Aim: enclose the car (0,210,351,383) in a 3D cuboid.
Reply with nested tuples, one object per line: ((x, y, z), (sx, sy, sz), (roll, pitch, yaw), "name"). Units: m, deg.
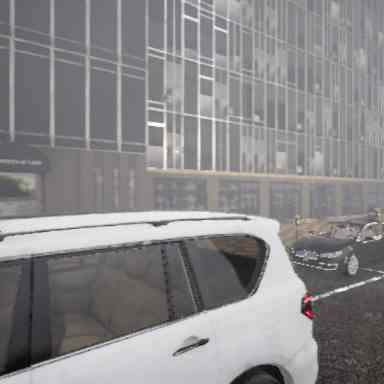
((-1.430, 1.225, 2.351), (5.566, 2.045, 2.150), (0, 0, -36), "car")

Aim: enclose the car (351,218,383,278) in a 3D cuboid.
((4.735, 1.503, 9.950), (4.403, 1.369, 2.008), (0, 1, -36), "car")
